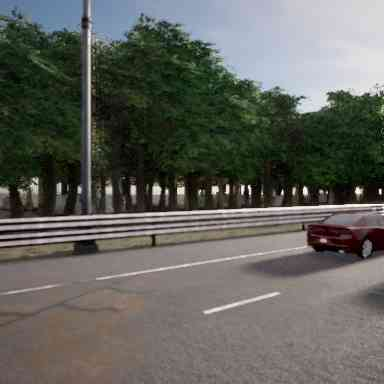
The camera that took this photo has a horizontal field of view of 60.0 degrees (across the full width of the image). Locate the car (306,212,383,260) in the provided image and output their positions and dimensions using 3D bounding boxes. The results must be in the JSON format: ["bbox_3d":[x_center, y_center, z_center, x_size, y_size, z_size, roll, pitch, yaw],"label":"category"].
[{"bbox_3d":[6.449,1.485,12.649,5.008,1.535,1.882,0,0,-35],"label":"car"}]
